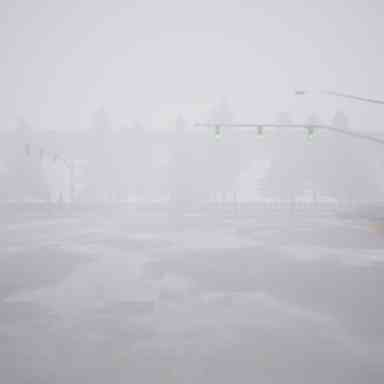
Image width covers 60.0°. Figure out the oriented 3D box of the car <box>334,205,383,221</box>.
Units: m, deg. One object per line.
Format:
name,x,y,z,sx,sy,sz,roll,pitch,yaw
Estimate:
car,15.805,1.862,30.185,5.357,1.411,2.033,0,-1,-1
